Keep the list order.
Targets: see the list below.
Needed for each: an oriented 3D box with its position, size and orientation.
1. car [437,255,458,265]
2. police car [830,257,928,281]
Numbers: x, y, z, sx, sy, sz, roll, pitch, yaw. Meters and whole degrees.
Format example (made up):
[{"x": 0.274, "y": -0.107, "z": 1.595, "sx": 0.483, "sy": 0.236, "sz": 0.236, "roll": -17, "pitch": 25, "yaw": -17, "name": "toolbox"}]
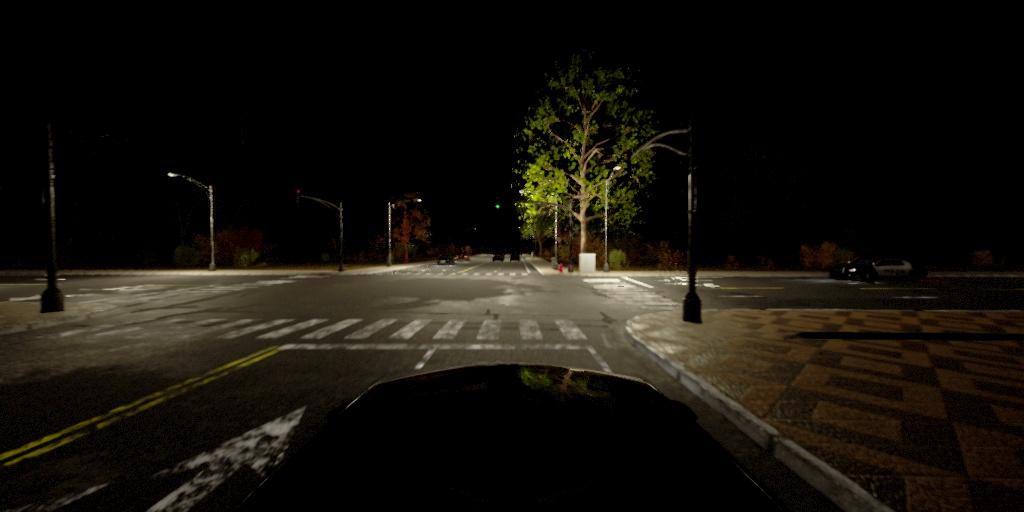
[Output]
[{"x": -9.494, "y": 0.545, "z": 51.636, "sx": 1.812, "sy": 1.442, "sz": 4.674, "roll": 0, "pitch": 1, "yaw": 2, "name": "car"}, {"x": 23.957, "y": 0.843, "z": 23.648, "sx": 4.974, "sy": 1.542, "sz": 2.038, "roll": 0, "pitch": 2, "yaw": 3, "name": "police car"}]
